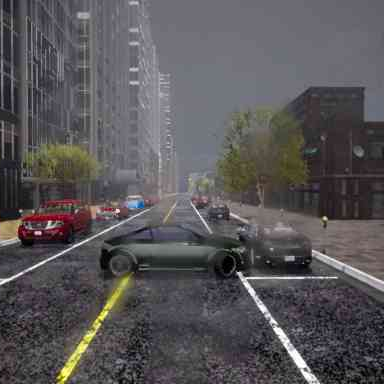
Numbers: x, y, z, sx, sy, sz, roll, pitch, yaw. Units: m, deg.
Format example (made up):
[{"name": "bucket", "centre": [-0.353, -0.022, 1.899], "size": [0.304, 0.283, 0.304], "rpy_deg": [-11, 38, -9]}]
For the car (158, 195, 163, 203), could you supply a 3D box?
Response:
[{"name": "car", "centre": [-7.349, 1.522, 66.227], "size": [1.887, 1.381, 4.507], "rpy_deg": [-1, 0, -1]}]

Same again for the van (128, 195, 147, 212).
[{"name": "van", "centre": [-6.651, 1.329, 38.562], "size": [1.690, 1.788, 3.998], "rpy_deg": [-1, 0, -1]}]

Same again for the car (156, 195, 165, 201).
[{"name": "car", "centre": [-7.766, 1.496, 82.656], "size": [1.752, 1.417, 4.829], "rpy_deg": [-1, 0, -1]}]

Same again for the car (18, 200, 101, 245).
[{"name": "car", "centre": [-6.173, 1.310, 15.700], "size": [2.192, 1.841, 5.009], "rpy_deg": [-1, 0, -1]}]

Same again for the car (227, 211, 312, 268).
[{"name": "car", "centre": [2.561, 1.548, 11.105], "size": [2.008, 1.369, 4.403], "rpy_deg": [-1, 0, -1]}]

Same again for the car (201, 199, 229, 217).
[{"name": "car", "centre": [2.041, 1.543, 26.964], "size": [2.008, 1.369, 4.403], "rpy_deg": [-1, 0, -1]}]

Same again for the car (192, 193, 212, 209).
[{"name": "car", "centre": [1.586, 1.301, 44.298], "size": [2.192, 1.841, 5.009], "rpy_deg": [-1, 0, -1]}]

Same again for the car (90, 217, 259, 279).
[{"name": "car", "centre": [-0.457, 1.557, 9.504], "size": [4.181, 1.385, 1.994], "rpy_deg": [0, 0, -1]}]

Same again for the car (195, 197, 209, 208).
[{"name": "car", "centre": [1.446, 1.509, 50.000], "size": [1.752, 1.417, 4.829], "rpy_deg": [-1, 0, -1]}]

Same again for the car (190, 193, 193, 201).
[{"name": "car", "centre": [0.885, 1.290, 71.962], "size": [2.192, 1.841, 5.009], "rpy_deg": [-1, 0, -1]}]

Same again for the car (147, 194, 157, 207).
[{"name": "car", "centre": [-6.931, 1.298, 49.628], "size": [2.192, 1.841, 5.009], "rpy_deg": [-1, 0, -1]}]

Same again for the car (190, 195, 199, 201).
[{"name": "car", "centre": [0.608, 1.537, 83.027], "size": [1.947, 1.339, 4.313], "rpy_deg": [-1, 0, -1]}]

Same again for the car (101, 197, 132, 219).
[{"name": "car", "centre": [-6.362, 1.432, 26.768], "size": [1.967, 1.590, 4.097], "rpy_deg": [-1, 0, -1]}]
